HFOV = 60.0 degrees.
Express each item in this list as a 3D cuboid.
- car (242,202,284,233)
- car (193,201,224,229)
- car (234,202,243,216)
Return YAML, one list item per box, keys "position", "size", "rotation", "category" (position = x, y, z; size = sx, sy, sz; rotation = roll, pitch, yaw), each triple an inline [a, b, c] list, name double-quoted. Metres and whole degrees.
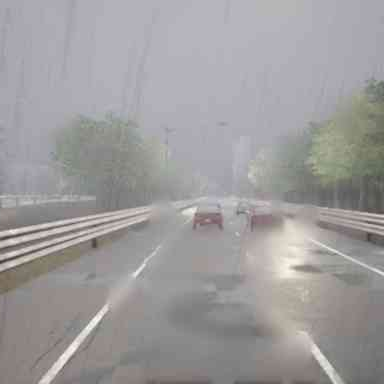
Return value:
- position: [4.500, 1.619, 21.009]
  size: [1.882, 1.535, 5.008]
  rotation: [0, 0, 5]
  category: "car"
- position: [1.131, 1.603, 22.669]
  size: [1.882, 1.535, 5.008]
  rotation: [0, 0, 5]
  category: "car"
- position: [5.601, 1.781, 35.758]
  size: [2.033, 1.411, 5.357]
  rotation: [0, 0, 5]
  category: "car"
